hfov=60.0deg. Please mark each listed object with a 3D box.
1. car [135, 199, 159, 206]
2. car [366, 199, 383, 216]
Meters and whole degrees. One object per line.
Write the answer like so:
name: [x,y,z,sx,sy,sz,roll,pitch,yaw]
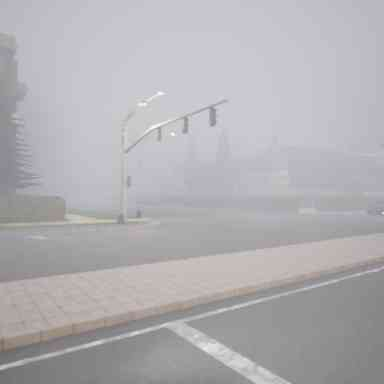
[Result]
car: [-8.695,2.030,63.425,4.718,1.301,1.895,0,-1,36]
car: [22.923,1.886,39.279,5.566,2.045,2.150,-1,0,-35]
